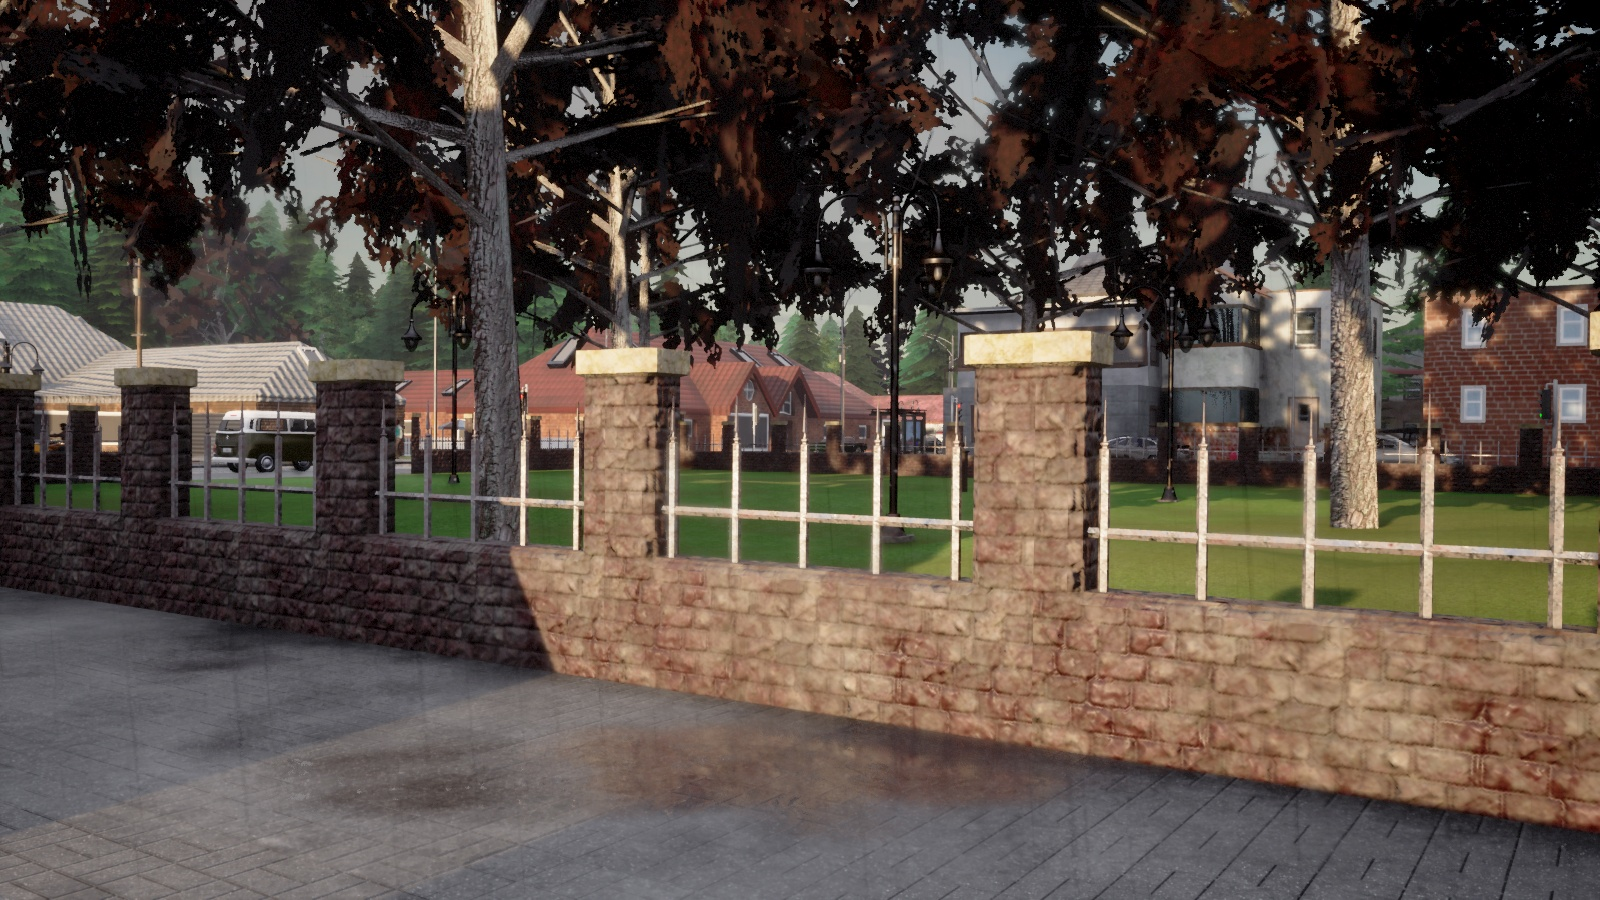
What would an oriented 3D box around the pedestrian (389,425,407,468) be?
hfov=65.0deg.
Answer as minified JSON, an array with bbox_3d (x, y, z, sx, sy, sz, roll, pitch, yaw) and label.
[{"bbox_3d":[-18.091,-0.168,56.524,0.396,1.930,0.692,0,1,29],"label":"pedestrian"}]

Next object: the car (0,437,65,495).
[{"bbox_3d":[-22.672,0.457,33.476,1.882,1.535,5.008,0,1,32],"label":"car"}]

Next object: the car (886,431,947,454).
[{"bbox_3d":[8.108,-0.532,87.175,2.163,1.488,4.792,0,1,34],"label":"car"}]

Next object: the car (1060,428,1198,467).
[{"bbox_3d":[13.053,-0.112,49.923,4.902,1.511,2.128,0,1,34],"label":"car"}]

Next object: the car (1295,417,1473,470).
[{"bbox_3d":[19.088,-0.224,41.098,5.027,1.651,2.152,0,1,33],"label":"car"}]

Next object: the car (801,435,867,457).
[{"bbox_3d":[2.153,-0.255,78.215,1.895,1.301,4.718,0,1,34],"label":"car"}]

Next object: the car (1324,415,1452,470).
[{"bbox_3d":[20.905,-0.272,44.696,3.866,1.878,1.905,0,1,34],"label":"car"}]

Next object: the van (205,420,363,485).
[{"bbox_3d":[-17.129,0.038,41.871,2.069,2.038,4.480,0,1,32],"label":"van"}]
